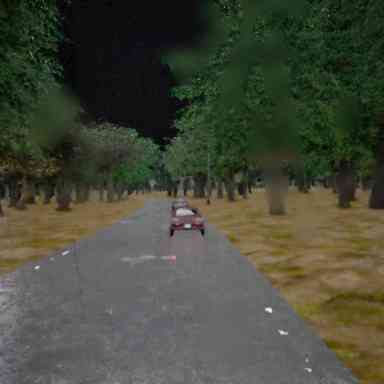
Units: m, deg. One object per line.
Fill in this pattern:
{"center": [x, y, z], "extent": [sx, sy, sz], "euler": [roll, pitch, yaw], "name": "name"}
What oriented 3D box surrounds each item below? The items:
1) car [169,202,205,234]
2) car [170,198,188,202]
{"center": [-0.306, 1.519, 18.906], "extent": [1.812, 1.442, 4.674], "euler": [0, 0, -2], "name": "car"}
{"center": [-1.414, 1.467, 38.023], "extent": [2.128, 1.511, 4.902], "euler": [0, 0, -4], "name": "car"}
